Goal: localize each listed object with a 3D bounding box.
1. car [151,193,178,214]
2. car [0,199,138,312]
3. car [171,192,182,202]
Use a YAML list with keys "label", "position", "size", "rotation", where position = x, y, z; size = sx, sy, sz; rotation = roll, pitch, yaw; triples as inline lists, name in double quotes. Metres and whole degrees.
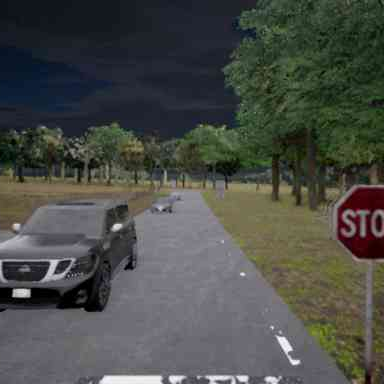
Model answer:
- label: "car"
  position: [-2.712, 1.182, 31.179]
  size: [2.128, 1.511, 4.902]
  rotation: [0, 1, 0]
- label: "car"
  position: [-2.731, 1.239, 8.105]
  size: [2.150, 2.045, 5.566]
  rotation: [0, 1, 0]
- label: "car"
  position: [-2.686, 0.742, 52.516]
  size: [1.812, 1.442, 4.674]
  rotation: [0, 1, 0]
